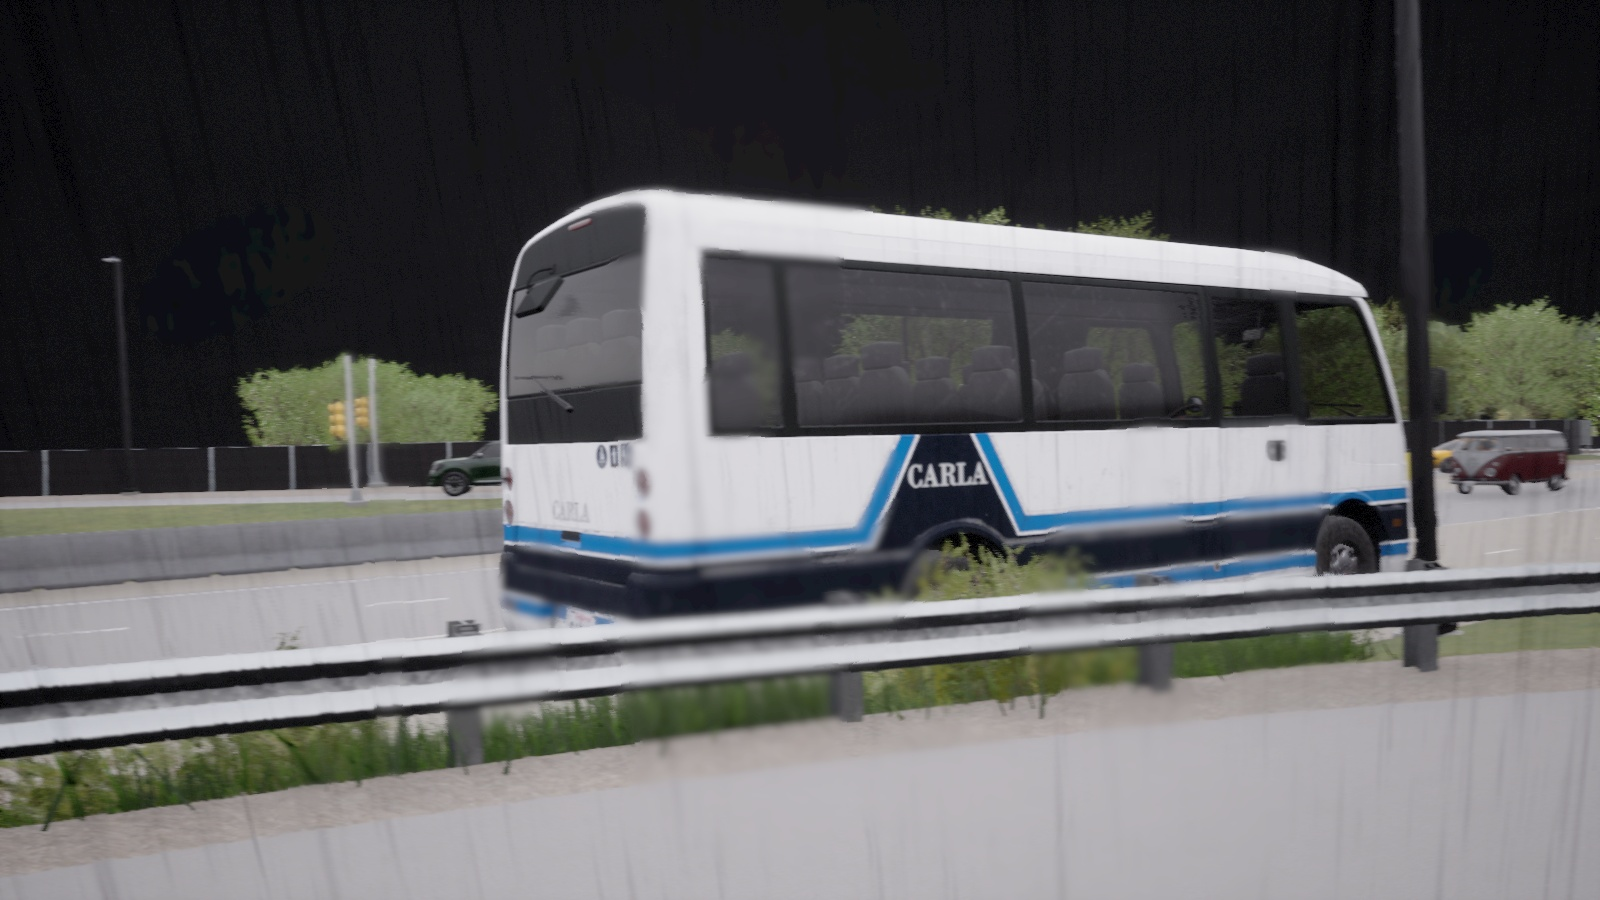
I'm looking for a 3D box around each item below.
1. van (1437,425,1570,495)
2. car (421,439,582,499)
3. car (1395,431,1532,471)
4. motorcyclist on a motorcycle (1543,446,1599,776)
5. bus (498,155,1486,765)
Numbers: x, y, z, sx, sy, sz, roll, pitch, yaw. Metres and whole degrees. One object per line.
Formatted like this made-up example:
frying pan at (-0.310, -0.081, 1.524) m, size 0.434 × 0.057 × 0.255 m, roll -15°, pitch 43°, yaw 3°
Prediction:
van at (21.992, 0.272, 39.209) m, size 4.442 × 1.987 × 1.775 m, roll -2°, pitch 1°, yaw -34°
car at (-10.986, 0.679, 46.537) m, size 5.566 × 2.045 × 2.150 m, roll -1°, pitch 1°, yaw -7°
car at (28.446, 0.033, 53.835) m, size 5.366 × 1.575 × 1.801 m, roll -2°, pitch 1°, yaw -15°
motorcyclist on a motorcycle at (4.796, 0.744, 6.037) m, size 2.191 × 1.530 × 0.866 m, roll 0°, pitch 1°, yaw -18°
bus at (2.527, -0.055, 13.271) m, size 10.273 × 4.253 × 3.944 m, roll -2°, pitch 1°, yaw -34°
